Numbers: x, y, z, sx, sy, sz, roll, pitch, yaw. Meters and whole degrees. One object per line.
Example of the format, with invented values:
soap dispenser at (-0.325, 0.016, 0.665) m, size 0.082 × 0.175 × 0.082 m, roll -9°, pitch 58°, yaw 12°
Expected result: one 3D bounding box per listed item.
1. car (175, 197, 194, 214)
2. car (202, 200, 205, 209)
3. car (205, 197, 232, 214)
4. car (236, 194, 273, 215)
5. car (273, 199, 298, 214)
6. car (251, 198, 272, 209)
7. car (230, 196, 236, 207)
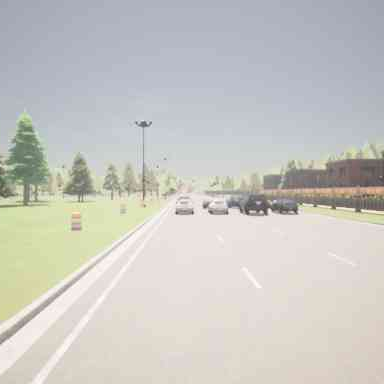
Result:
car at (-0.769, 1.520, 35.096) m, size 1.812 × 1.442 × 4.674 m, roll 0°, pitch 0°, yaw -1°
car at (2.432, 1.594, 45.794) m, size 1.895 × 1.301 × 4.718 m, roll 0°, pitch 0°, yaw -1°
car at (2.734, 1.520, 35.127) m, size 1.812 × 1.442 × 4.674 m, roll 0°, pitch 0°, yaw -1°
car at (6.248, 1.219, 34.157) m, size 2.150 × 2.045 × 5.566 m, roll 0°, pitch 0°, yaw -1°
car at (9.728, 1.486, 35.285) m, size 2.128 × 1.511 × 4.902 m, roll 0°, pitch 0°, yaw -1°
car at (9.441, 1.557, 45.422) m, size 1.994 × 1.385 × 4.181 m, roll 0°, pitch 0°, yaw -1°
car at (5.929, 1.345, 46.304) m, size 2.097 × 1.767 × 4.553 m, roll 0°, pitch 0°, yaw -1°
